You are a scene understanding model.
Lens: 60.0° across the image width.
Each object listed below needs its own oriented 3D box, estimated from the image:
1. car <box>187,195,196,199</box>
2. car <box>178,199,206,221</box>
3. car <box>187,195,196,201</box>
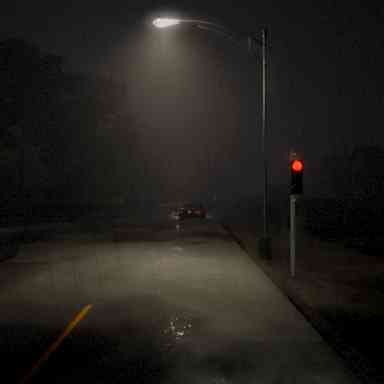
[{"bbox_3d":[-0.072,1.526,67.460,1.812,1.442,4.674,0,0,0],"label":"car"},{"bbox_3d":[0.070,1.547,27.403,2.033,1.411,5.357,0,0,6],"label":"car"},{"bbox_3d":[-0.083,1.427,77.493,1.895,1.301,4.718,0,0,0],"label":"car"}]
